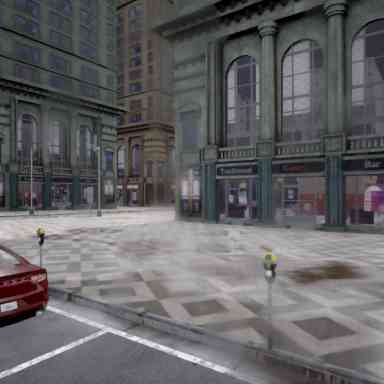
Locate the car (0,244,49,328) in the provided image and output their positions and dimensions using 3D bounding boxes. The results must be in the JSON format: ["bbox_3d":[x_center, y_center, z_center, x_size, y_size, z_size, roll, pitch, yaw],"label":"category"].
[{"bbox_3d":[-4.493,1.545,6.170,4.507,1.381,1.887,0,0,35],"label":"car"}]
